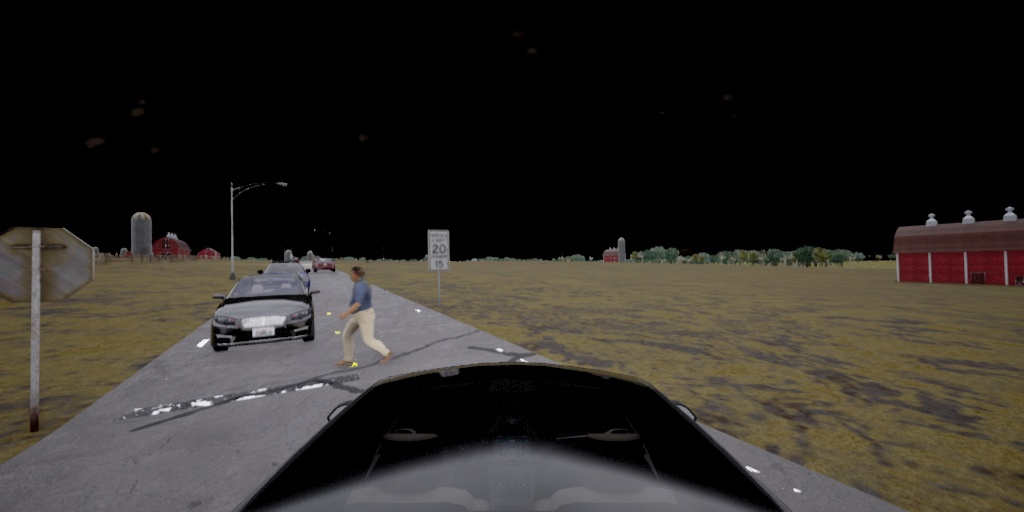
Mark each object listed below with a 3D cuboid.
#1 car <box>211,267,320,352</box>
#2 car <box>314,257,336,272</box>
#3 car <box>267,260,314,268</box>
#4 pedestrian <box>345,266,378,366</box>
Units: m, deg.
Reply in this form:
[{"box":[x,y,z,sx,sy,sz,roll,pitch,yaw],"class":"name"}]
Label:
[{"box":[-6.138,1.220,9.157,2.128,1.511,4.902,0,0,-31],"class":"car"},{"box":[-21.528,0.937,41.071,2.097,1.767,4.553,0,0,-31],"class":"car"},{"box":[-11.122,1.036,17.596,2.097,1.767,4.553,0,0,-30],"class":"car"},{"box":[-2.694,1.030,6.416,0.375,1.860,0.375,2,-3,-30],"class":"pedestrian"}]
